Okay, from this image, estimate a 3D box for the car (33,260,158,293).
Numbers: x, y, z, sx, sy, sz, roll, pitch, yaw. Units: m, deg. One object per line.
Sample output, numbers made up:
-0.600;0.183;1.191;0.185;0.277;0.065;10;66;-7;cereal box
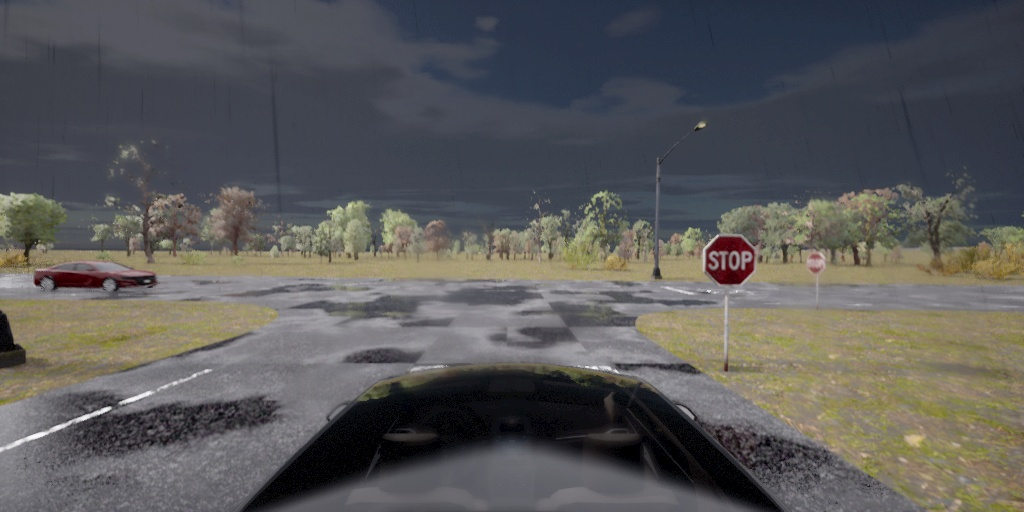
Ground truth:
-21.196;0.996;18.382;5.008;1.535;1.882;1;1;0;car
